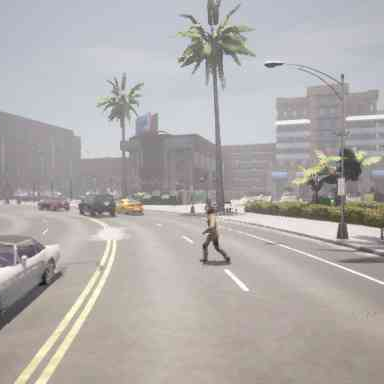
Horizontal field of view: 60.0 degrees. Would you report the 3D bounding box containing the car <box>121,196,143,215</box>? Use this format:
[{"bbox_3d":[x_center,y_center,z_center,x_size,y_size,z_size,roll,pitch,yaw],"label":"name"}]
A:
[{"bbox_3d":[-6.810,1.478,34.495,1.882,1.535,5.008,0,0,-35],"label":"car"}]

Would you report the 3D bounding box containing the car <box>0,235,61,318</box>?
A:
[{"bbox_3d":[-4.164,1.601,6.566,1.895,1.301,4.718,0,0,-7],"label":"car"}]

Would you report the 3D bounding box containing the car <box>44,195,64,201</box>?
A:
[{"bbox_3d":[-33.346,1.405,80.228,4.193,1.474,1.816,0,0,18],"label":"car"}]

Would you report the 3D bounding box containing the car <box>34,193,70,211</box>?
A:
[{"bbox_3d":[-16.768,1.352,40.258,4.553,1.767,2.097,0,0,40],"label":"car"}]

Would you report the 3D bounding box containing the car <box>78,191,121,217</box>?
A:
[{"bbox_3d":[-9.096,1.222,31.723,2.150,2.045,5.566,0,0,-35],"label":"car"}]

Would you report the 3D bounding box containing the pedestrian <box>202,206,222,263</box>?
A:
[{"bbox_3d":[0.624,1.294,10.379,0.375,1.860,0.375,0,0,-9],"label":"pedestrian"}]
